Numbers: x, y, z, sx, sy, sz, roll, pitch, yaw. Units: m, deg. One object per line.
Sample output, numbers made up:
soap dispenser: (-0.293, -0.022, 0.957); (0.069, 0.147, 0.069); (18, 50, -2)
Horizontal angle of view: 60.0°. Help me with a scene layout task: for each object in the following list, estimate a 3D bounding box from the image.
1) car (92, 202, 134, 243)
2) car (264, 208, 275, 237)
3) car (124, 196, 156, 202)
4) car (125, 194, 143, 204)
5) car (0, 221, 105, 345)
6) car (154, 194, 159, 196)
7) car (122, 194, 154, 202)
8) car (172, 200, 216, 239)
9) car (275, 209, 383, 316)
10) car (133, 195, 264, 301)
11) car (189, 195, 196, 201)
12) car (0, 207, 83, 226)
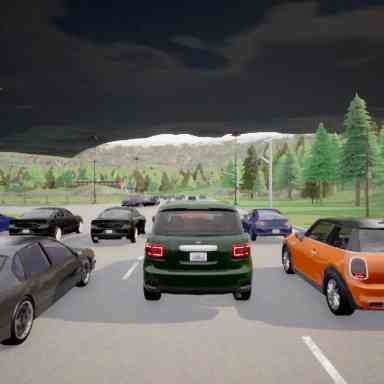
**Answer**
car: (-3.392, 1.478, 16.111); (1.882, 1.535, 5.008); (0, 0, 0)
car: (3.610, 1.526, 16.583); (1.812, 1.442, 4.674); (0, 0, 0)
car: (-6.814, 1.601, 47.528); (1.895, 1.301, 4.718); (0, 0, 42)
car: (-11.058, 1.352, 64.037); (2.097, 1.767, 4.553); (0, 0, 9)
car: (-3.400, 1.547, 6.284); (2.033, 1.411, 5.357); (0, 0, 0)
car: (-8.092, 1.525, 60.658); (1.812, 1.442, 4.674); (1, 0, 14)
car: (-8.581, 1.352, 50.997); (2.097, 1.767, 4.553); (0, 0, 37)
car: (0.109, 1.352, 18.004); (2.097, 1.767, 4.553); (0, 0, 0)
car: (3.600, 1.352, 7.683); (2.097, 1.767, 4.553); (0, 0, 0)
car: (0.107, 1.221, 8.482); (2.150, 2.045, 5.566); (0, 0, 0)
car: (0.044, 1.478, 88.313); (1.882, 1.535, 5.008); (0, 0, 0)
car: (-6.892, 1.478, 16.281); (1.882, 1.535, 5.008); (0, 0, 0)
